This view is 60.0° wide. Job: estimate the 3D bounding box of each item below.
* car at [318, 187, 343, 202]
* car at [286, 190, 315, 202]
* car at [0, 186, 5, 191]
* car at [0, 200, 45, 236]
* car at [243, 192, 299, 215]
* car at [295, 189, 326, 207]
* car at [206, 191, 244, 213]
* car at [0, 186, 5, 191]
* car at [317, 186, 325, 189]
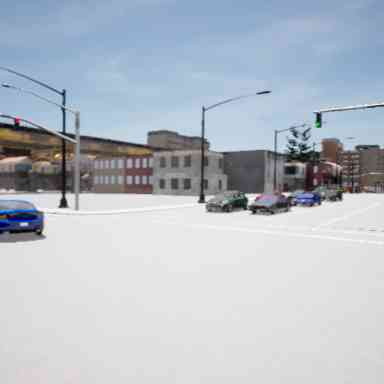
[{"bbox_3d":[18.070,0.455,42.791,1.837,1.490,4.892,2,2,36],"label":"car"},{"bbox_3d":[14.242,0.466,43.482,2.033,1.411,5.357,2,2,36],"label":"car"},{"bbox_3d":[-47.807,-0.739,82.518,2.038,1.542,4.974,0,1,-24],"label":"car"},{"bbox_3d":[-8.136,1.070,14.779,1.882,1.535,5.008,0,1,-41],"label":"car"},{"bbox_3d":[6.520,0.973,26.962,2.033,1.411,5.357,1,2,36],"label":"car"},{"bbox_3d":[12.150,0.734,34.714,1.812,1.442,4.674,2,2,36],"label":"car"},{"bbox_3d":[3.067,0.727,28.149,2.097,1.767,4.553,2,2,36],"label":"car"},{"bbox_3d":[-47.827,-0.898,82.562,1.853,1.218,4.536,0,1,-24],"label":"car"},{"bbox_3d":[20.141,0.012,51.546,2.097,1.767,4.553,2,2,36],"label":"car"}]
